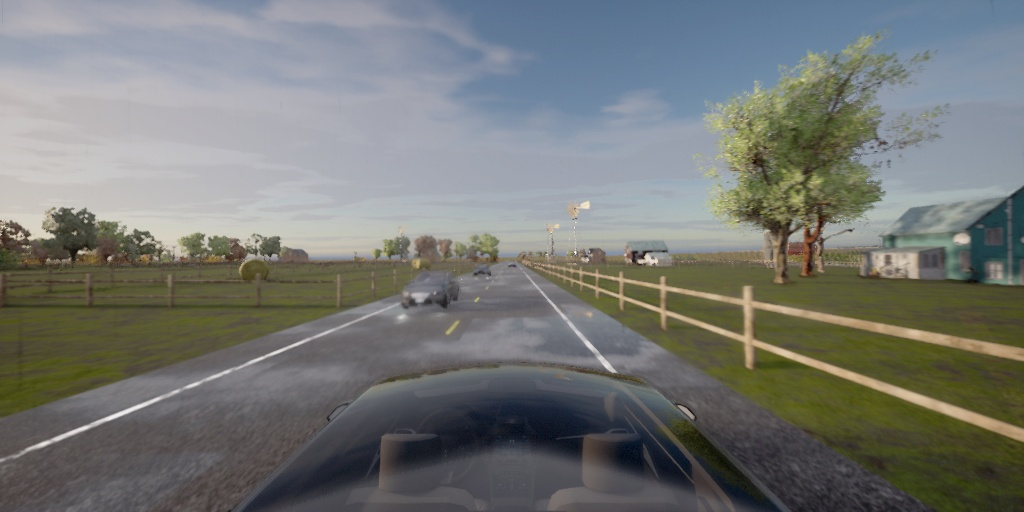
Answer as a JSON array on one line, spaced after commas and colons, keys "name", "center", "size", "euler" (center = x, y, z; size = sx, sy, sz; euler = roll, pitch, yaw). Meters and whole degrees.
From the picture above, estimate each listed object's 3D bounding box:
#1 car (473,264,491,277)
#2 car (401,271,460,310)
[{"name": "car", "center": [-3.481, 1.700, 42.368], "size": [1.994, 1.385, 4.181], "euler": [-1, 0, 0]}, {"name": "car", "center": [-3.504, 1.437, 16.119], "size": [2.128, 1.511, 4.902], "euler": [-1, 0, 0]}]
